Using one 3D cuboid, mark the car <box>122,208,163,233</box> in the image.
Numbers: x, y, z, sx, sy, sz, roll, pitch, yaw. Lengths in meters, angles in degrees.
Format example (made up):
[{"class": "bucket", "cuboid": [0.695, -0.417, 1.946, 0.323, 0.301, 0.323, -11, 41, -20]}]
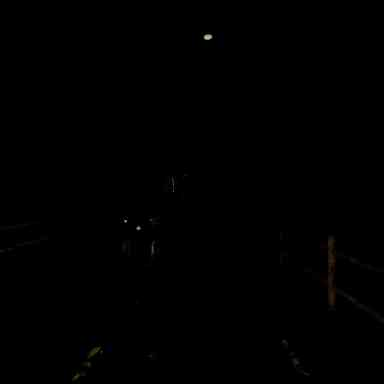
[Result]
[{"class": "car", "cuboid": [-2.853, 1.650, 19.983, 1.895, 1.301, 4.718, 0, 0, 0]}]
